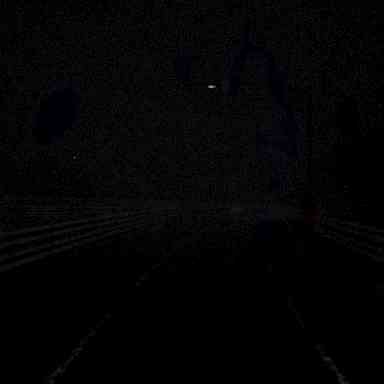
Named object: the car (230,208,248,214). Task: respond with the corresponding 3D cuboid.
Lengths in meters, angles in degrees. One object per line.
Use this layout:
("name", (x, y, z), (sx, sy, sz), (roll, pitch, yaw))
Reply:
("car", (9.972, 4.150, 72.829), (1.812, 1.442, 4.674), (-2, -3, 37))

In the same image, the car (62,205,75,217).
("car", (-15.122, 2.525, 45.042), (1.882, 1.535, 5.008), (-2, -3, 37))

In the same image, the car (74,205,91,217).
("car", (-12.301, 2.572, 42.966), (1.895, 1.301, 4.718), (-2, -3, 37))

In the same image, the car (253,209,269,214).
("car", (15.431, 4.341, 74.292), (1.895, 1.301, 4.718), (-2, -3, 37))

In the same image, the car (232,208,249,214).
("car", (11.943, 4.579, 81.323), (2.128, 1.511, 4.902), (-2, -3, 37))

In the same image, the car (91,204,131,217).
("car", (-9.538, 2.244, 40.827), (2.097, 1.767, 4.553), (-2, -3, 37))
